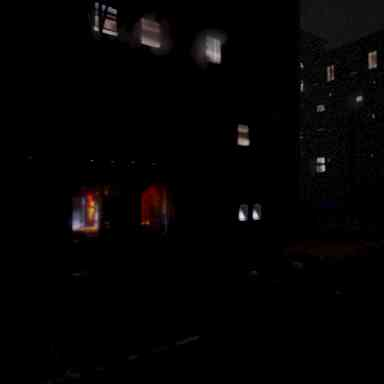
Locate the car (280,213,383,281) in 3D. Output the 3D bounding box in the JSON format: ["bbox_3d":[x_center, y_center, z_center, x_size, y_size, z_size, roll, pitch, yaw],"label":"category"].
[{"bbox_3d":[4.649,1.533,9.874,4.829,1.417,1.752,0,0,-35],"label":"car"}]

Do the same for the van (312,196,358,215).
[{"bbox_3d":[13.182,1.307,30.767,1.690,1.788,3.998,0,0,-36],"label":"van"}]
